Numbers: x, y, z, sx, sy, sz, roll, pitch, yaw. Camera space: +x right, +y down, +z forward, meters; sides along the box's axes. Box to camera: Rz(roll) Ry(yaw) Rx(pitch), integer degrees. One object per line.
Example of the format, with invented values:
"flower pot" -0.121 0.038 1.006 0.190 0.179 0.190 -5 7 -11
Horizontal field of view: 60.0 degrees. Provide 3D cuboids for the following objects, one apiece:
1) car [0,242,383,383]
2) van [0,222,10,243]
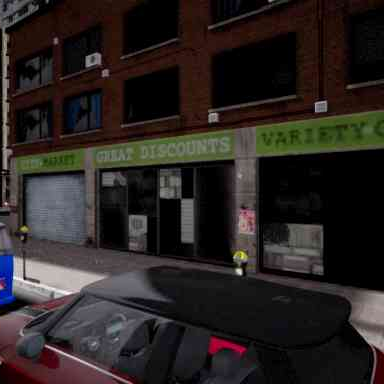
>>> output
"car" -0.419 1.440 3.026 4.097 1.590 1.967 0 0 36
"van" -5.050 1.343 6.334 3.998 1.788 1.690 0 0 36
